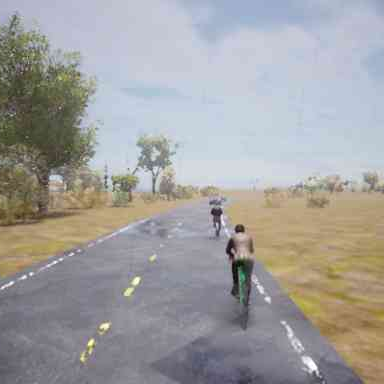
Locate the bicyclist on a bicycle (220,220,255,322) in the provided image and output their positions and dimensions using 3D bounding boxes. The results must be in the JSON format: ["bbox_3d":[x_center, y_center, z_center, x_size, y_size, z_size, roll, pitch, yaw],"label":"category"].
[{"bbox_3d":[0.921,1.443,6.263,0.582,1.620,1.656,0,0,1],"label":"bicyclist on a bicycle"}]

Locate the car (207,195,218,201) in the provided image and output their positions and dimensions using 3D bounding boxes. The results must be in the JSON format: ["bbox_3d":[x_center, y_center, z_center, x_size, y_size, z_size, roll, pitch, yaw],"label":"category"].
[{"bbox_3d":[5.089,1.449,81.750,1.994,1.385,4.181,0,0,11],"label":"car"}]

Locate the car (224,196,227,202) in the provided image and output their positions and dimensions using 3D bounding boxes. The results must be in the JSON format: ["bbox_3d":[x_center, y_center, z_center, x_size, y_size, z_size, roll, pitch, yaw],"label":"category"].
[{"bbox_3d":[6.611,1.446,73.539,2.033,1.411,5.357,0,0,10],"label":"car"}]

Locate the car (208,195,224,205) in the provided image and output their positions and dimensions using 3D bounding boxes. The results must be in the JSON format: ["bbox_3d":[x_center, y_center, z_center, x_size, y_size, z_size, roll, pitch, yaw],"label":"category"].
[{"bbox_3d":[3.992,1.524,55.950,1.895,1.301,4.718,0,0,8],"label":"car"}]

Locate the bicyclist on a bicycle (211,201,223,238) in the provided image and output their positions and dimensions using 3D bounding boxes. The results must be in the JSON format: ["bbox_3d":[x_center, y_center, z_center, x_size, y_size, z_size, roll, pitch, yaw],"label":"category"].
[{"bbox_3d":[1.225,1.345,16.416,0.659,1.776,1.843,0,0,2],"label":"bicyclist on a bicycle"}]
